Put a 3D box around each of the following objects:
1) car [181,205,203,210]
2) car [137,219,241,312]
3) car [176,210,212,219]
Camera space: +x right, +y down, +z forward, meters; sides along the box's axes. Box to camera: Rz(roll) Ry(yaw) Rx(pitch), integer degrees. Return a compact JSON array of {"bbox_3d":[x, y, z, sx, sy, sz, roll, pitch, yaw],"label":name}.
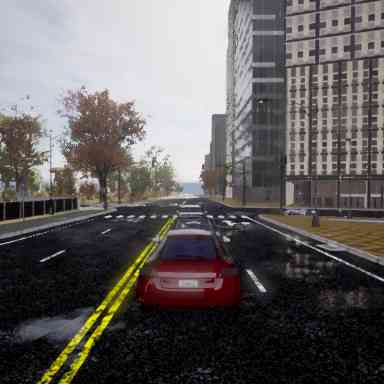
[{"bbox_3d":[-0.008,1.544,21.283,2.033,1.411,5.357,0,0,0],"label":"car"},{"bbox_3d":[-0.023,1.561,7.795,1.994,1.385,4.181,0,0,1],"label":"car"},{"bbox_3d":[0.074,1.597,13.043,1.895,1.301,4.718,0,0,0],"label":"car"}]
